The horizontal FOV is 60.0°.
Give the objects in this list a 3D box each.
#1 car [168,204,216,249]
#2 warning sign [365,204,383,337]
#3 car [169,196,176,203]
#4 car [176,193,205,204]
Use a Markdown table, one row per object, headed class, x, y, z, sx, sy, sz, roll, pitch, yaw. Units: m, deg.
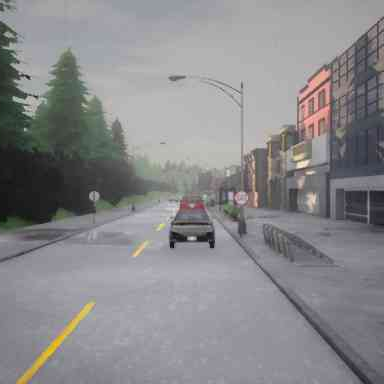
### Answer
| class | x | y | z | sx | sy | sz | roll | pitch | yaw |
| --- | --- | --- | --- | --- | --- | --- | --- | --- | --- |
| car | 0.000 | 1.498 | 14.650 | 2.128 | 1.511 | 4.902 | 0 | 0 | 0 |
| warning sign | 3.350 | 1.116 | 4.650 | 1.300 | 1.860 | 1.060 | 0 | 0 | 0 |
| car | -4.002 | 1.535 | 71.844 | 1.812 | 1.442 | 4.674 | 0 | 0 | 0 |
| car | -0.001 | 1.264 | 29.680 | 2.150 | 2.045 | 5.566 | 0 | 0 | 0 |
